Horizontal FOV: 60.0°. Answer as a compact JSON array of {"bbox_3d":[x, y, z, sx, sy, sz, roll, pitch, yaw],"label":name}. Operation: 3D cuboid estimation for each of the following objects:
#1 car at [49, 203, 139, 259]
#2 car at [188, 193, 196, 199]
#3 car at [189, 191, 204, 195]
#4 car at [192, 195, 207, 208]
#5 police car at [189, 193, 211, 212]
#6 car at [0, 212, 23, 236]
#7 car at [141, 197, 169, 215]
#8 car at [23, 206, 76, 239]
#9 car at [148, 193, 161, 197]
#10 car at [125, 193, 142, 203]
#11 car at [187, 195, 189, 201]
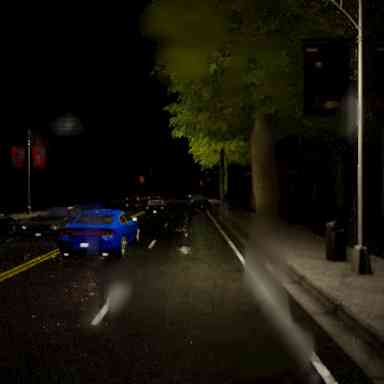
[{"bbox_3d":[-3.159,1.389,12.233,1.882,1.535,5.008,0,0,0],"label":"car"},{"bbox_3d":[-0.062,1.079,86.778,2.033,1.411,5.357,0,0,0],"label":"car"},{"bbox_3d":[0.939,0.931,50.527,2.150,2.045,5.566,0,0,0],"label":"car"},{"bbox_3d":[0.943,1.238,44.499,1.837,1.490,4.892,0,0,0],"label":"car"},{"bbox_3d":[0.950,1.204,34.608,1.930,1.638,5.238,0,0,0],"label":"police car"},{"bbox_3d":[-9.860,1.456,15.093,1.994,1.385,4.181,0,0,0],"label":"car"},{"bbox_3d":[-3.172,1.400,30.662,1.895,1.301,4.718,0,0,0],"label":"car"},{"bbox_3d":[-6.613,1.428,16.941,2.033,1.411,5.357,0,0,0],"label":"car"},{"bbox_3d":[-6.593,1.022,58.852,2.097,1.767,4.553,0,0,0],"label":"car"},{"bbox_3d":[-9.849,1.033,56.261,2.097,1.767,4.553,0,0,0],"label":"car"},{"bbox_3d":[-0.048,1.198,67.818,1.994,1.385,4.181,0,0,0],"label":"car"}]
